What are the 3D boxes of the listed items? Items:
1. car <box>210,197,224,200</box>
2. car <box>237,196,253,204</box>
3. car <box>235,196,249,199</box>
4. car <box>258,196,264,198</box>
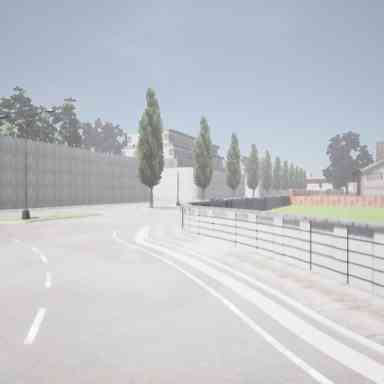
[{"bbox_3d":[4.266,1.498,53.005,2.128,1.511,4.902,0,0,25],"label":"car"},{"bbox_3d":[10.606,1.581,66.599,1.994,1.385,4.181,0,0,25],"label":"car"},{"bbox_3d":[7.438,1.576,51.525,1.994,1.385,4.181,0,0,25],"label":"car"},{"bbox_3d":[13.778,1.577,65.120,2.033,1.411,5.357,0,0,25],"label":"car"}]
